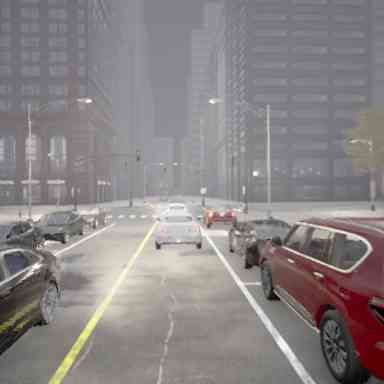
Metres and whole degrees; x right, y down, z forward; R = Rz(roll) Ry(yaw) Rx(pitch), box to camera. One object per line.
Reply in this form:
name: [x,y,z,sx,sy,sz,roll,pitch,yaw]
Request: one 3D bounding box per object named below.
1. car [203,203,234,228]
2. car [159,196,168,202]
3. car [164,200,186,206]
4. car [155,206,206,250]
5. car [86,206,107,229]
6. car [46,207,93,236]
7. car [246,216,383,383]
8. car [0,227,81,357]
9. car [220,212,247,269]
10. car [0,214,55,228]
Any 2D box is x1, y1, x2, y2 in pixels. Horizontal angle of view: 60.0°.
car: [1.760,1.438,22.241,1.967,1.590,4.097,-1,0,-3]
car: [-6.732,1.675,78.902,1.812,1.442,4.674,-1,0,-3]
car: [-1.109,1.551,24.545,1.812,1.442,4.674,-1,0,-3]
car: [-0.576,1.539,14.436,1.812,1.442,4.674,-1,0,-2]
car: [-6.753,1.625,21.836,2.008,1.369,4.403,-1,0,-3]
car: [-6.486,1.634,16.206,1.947,1.339,4.313,-1,0,-3]
car: [2.558,1.294,5.351,2.192,1.841,5.009,-1,0,-3]
car: [-3.251,1.523,4.240,2.128,1.511,4.902,-1,0,-3]
car: [2.295,1.551,10.981,1.947,1.339,4.313,-1,0,-3]
car: [-6.220,1.627,10.575,1.947,1.339,4.313,-1,0,-3]
